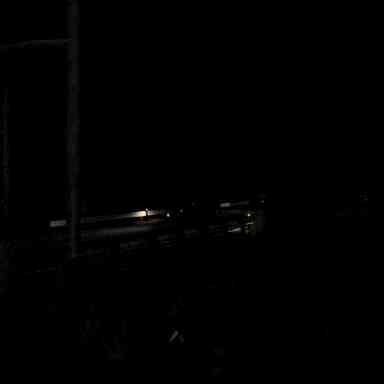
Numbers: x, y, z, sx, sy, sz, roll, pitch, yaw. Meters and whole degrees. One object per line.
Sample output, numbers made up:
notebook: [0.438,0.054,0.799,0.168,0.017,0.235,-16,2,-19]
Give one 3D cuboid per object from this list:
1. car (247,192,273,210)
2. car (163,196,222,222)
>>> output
car: [6.974,0.779,30.642,1.882,1.535,5.008,0,1,42]
car: [0.095,1.091,22.946,2.128,1.511,4.902,0,3,41]
